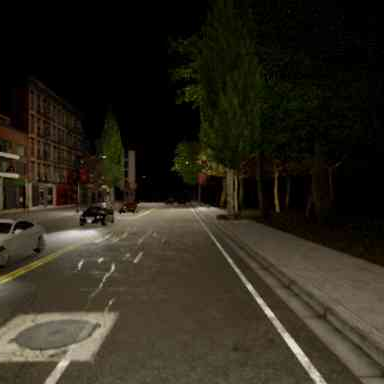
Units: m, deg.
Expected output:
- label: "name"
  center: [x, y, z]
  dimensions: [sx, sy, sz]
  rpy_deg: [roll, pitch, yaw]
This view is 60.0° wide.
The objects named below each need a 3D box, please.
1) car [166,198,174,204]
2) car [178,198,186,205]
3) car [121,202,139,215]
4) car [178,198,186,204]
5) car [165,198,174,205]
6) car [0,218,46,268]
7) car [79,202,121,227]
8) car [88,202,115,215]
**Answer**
- label: "car"
  center: [-5.979, 2.461, 91.411]
  dimensions: [2.128, 1.511, 4.902]
  rpy_deg: [0, 0, -2]
- label: "car"
  center: [-2.477, 2.350, 83.110]
  dimensions: [2.097, 1.767, 4.553]
  rpy_deg: [0, 0, -2]
- label: "car"
  center: [-7.701, 1.950, 40.813]
  dimensions: [1.812, 1.442, 4.674]
  rpy_deg: [0, -1, -2]
- label: "car"
  center: [-2.731, 2.475, 91.509]
  dimensions: [1.994, 1.385, 4.181]
  rpy_deg: [0, 0, -2]
- label: "car"
  center: [-5.689, 2.535, 81.828]
  dimensions: [2.033, 1.411, 5.357]
  rpy_deg: [0, 0, -2]
- label: "car"
  center: [-6.874, 1.688, 12.004]
  dimensions: [1.812, 1.442, 4.674]
  rpy_deg: [0, -1, -2]
- label: "car"
  center: [-7.268, 1.817, 25.847]
  dimensions: [2.128, 1.511, 4.902]
  rpy_deg: [0, -1, -1]
- label: "car"
  center: [-10.950, 1.979, 40.714]
  dimensions: [2.033, 1.411, 5.357]
  rpy_deg: [0, -1, -2]
